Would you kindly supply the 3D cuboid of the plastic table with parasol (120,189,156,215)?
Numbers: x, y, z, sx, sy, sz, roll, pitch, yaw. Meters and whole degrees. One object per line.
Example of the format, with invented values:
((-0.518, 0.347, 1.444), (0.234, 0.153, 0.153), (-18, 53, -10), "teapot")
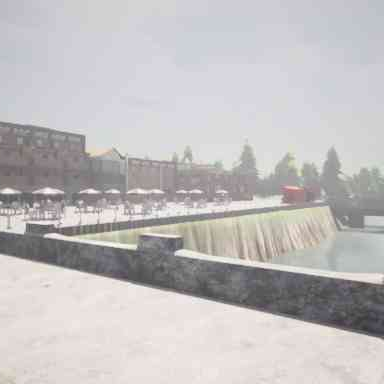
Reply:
((-5.263, 0.917, 32.485), (2.482, 2.480, 2.482), (0, 0, 35), "plastic table with parasol")

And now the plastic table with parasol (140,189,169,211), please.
((-4.504, 0.916, 40.173), (2.482, 2.480, 2.482), (0, 0, 35), "plastic table with parasol")
